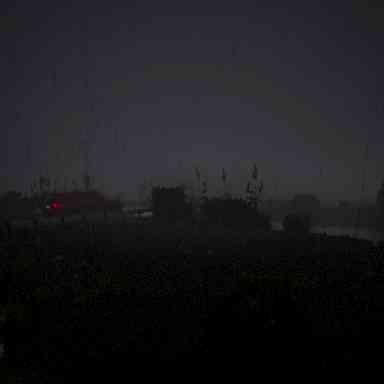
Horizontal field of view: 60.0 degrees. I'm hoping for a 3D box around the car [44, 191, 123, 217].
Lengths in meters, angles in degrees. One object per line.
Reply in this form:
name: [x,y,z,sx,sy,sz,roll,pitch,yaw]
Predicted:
car: [-7.621,0.916,23.701,2.150,2.045,5.566,0,3,41]
